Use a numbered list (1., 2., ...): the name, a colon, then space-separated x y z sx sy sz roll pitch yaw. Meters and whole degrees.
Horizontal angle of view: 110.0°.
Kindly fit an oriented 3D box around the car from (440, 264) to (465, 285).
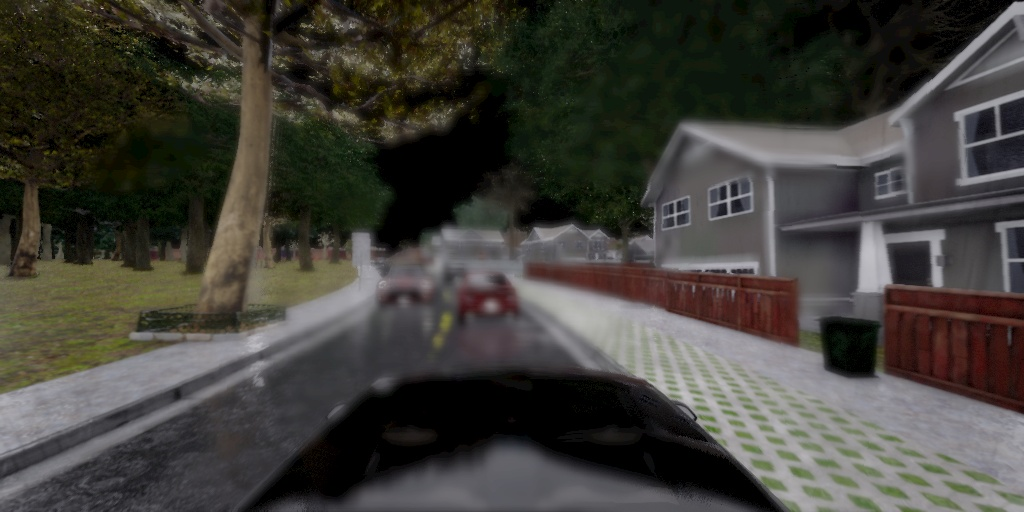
1. car: -4.222 1.312 26.886 1.837 1.490 4.892 1 0 -16

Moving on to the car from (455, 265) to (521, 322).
1. car: -0.935 1.262 12.519 1.882 1.535 5.008 0 0 -8

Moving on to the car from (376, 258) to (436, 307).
1. car: -4.446 1.130 15.659 2.097 1.767 4.553 0 0 -11
